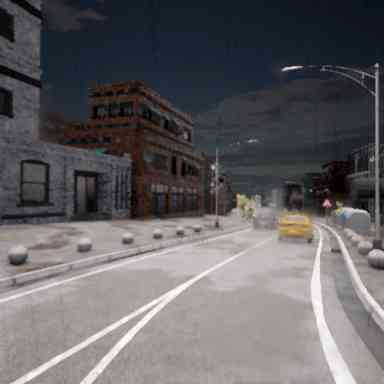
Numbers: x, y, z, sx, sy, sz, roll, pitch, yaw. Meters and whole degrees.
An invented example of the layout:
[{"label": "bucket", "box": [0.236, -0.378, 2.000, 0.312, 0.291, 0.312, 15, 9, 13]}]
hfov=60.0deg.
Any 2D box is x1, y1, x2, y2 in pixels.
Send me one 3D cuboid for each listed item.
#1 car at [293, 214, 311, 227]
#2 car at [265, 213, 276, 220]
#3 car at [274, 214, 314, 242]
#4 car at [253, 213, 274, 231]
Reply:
[{"label": "car", "box": [13.120, 3.343, 39.837, 1.994, 1.385, 4.181, 0, -3, 17]}, {"label": "car", "box": [16.755, 5.239, 71.321, 1.882, 1.535, 5.008, 0, -4, 9]}, {"label": "car", "box": [6.719, 2.247, 21.302, 1.882, 1.535, 5.008, 0, -3, 21]}, {"label": "car", "box": [6.907, 2.734, 31.031, 2.128, 1.511, 4.902, 0, -3, 19]}]
